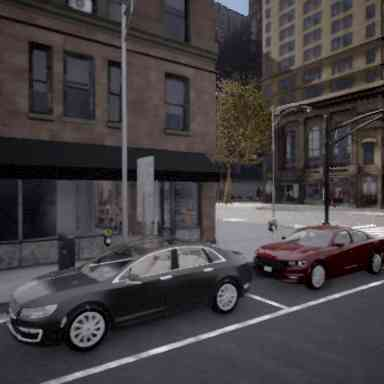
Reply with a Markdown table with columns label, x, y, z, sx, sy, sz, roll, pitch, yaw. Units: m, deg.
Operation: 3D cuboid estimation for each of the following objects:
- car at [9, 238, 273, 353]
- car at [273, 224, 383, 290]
| label | x | y | z | sx | sy | sz | roll | pitch | yaw |
| --- | --- | --- | --- | --- | --- | --- | --- | --- | --- |
| car | -0.834 | 1.574 | 6.066 | 4.403 | 1.369 | 2.008 | 1 | -1 | -35 |
| car | 3.648 | 1.615 | 9.263 | 4.507 | 1.381 | 1.887 | 1 | -1 | -35 |
